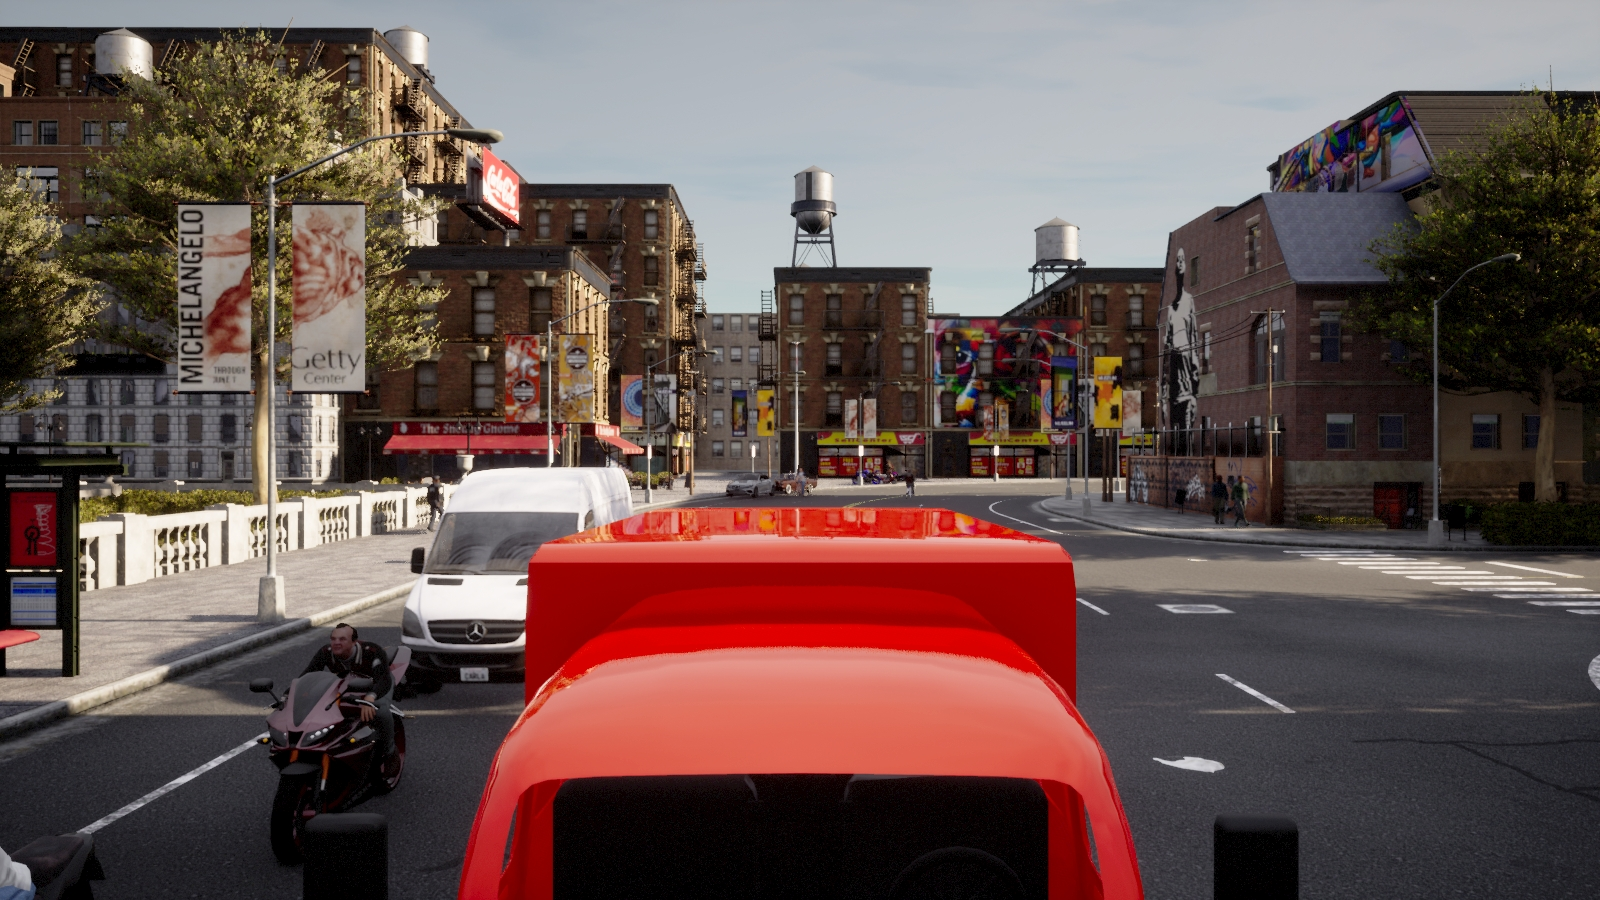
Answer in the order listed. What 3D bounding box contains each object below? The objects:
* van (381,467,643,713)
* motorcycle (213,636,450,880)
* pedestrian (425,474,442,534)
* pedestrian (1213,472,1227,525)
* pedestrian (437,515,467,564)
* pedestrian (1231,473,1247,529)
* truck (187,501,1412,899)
[{"bbox_3d":[-3.490,1.541,15.194,1.988,2.561,5.915,0,0,0],"label":"van"},{"bbox_3d":[-3.430,2.209,8.643,0.867,1.251,2.209,0,0,1],"label":"motorcycle"},{"bbox_3d":[-11.601,1.709,36.149,0.375,1.860,0.375,0,0,16],"label":"pedestrian"},{"bbox_3d":[14.838,1.710,40.374,0.375,1.860,0.375,0,0,8],"label":"pedestrian"},{"bbox_3d":[-8.138,2.086,26.738,0.500,1.100,0.500,0,0,7],"label":"pedestrian"},{"bbox_3d":[14.820,1.710,38.535,0.375,1.860,0.375,0,0,-6],"label":"pedestrian"},{"bbox_3d":[-0.001,1.571,5.050,2.627,2.467,5.204,0,0,0],"label":"truck"}]
